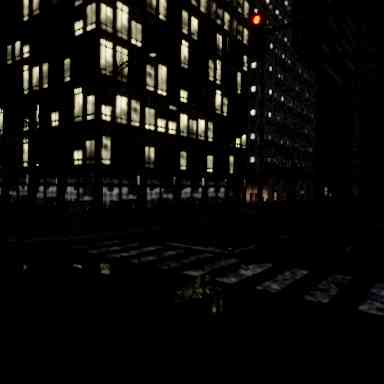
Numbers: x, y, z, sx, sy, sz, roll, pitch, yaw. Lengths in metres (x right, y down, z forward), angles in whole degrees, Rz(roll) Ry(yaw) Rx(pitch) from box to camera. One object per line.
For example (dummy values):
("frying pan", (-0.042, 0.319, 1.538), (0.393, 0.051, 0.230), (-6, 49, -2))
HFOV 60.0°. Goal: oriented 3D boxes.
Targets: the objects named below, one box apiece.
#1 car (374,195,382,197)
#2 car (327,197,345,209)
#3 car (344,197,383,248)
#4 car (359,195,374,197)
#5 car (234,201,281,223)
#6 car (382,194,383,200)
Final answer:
("car", (34.913, 1.286, 63.982), (1.802, 1.307, 4.206), (1, 1, 37))
("car", (18.139, 1.307, 41.325), (1.947, 1.339, 4.313), (1, 1, 37))
("car", (8.102, 1.285, 13.681), (2.192, 1.841, 5.009), (1, 1, 37))
("car", (28.103, 1.245, 54.782), (1.752, 1.417, 4.829), (1, 1, 37))
("car", (4.618, 1.288, 23.062), (1.752, 1.417, 4.829), (1, 1, 37))
("car", (48.333, 1.220, 82.107), (2.008, 1.369, 4.403), (1, 1, 37))
